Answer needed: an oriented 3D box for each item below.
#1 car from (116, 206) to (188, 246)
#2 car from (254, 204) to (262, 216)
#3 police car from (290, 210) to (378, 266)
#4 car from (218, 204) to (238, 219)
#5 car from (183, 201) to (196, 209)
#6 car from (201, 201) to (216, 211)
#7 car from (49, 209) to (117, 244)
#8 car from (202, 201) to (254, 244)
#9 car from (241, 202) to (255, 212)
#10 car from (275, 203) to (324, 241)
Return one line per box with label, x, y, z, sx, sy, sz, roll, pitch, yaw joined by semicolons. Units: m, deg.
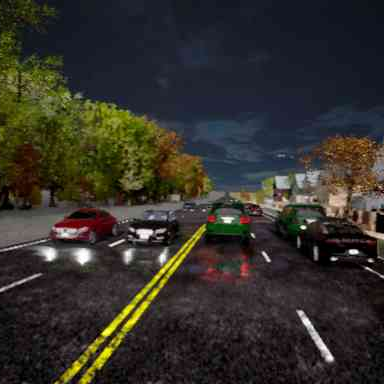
car;-1.726;1.638;16.361;2.128;1.511;4.902;2;-1;6
car;7.911;2.293;42.679;1.837;1.490;4.892;2;0;7
police car;5.563;1.787;13.397;1.930;1.638;5.238;2;-1;6
car;4.181;2.154;38.065;2.033;1.411;5.357;2;-1;7
car;-0.392;2.226;57.092;1.994;1.385;4.181;2;-1;7
car;2.881;2.322;57.058;2.033;1.411;5.357;2;-1;7
car;-5.020;1.556;16.138;1.812;1.442;4.674;2;-1;6
car;1.948;1.513;18.105;2.150;2.045;5.566;2;-1;6
car;9.335;2.461;55.875;1.882;1.535;5.008;2;-1;6
car;6.228;1.680;19.281;2.150;2.045;5.566;2;-1;6
